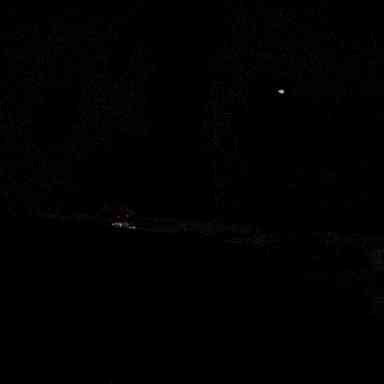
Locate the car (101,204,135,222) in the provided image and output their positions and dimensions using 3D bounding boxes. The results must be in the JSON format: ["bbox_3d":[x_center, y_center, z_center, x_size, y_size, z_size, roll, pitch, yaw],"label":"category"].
[{"bbox_3d":[-8.610,2.354,38.359,2.150,2.045,5.566,0,-2,-36],"label":"car"}]
